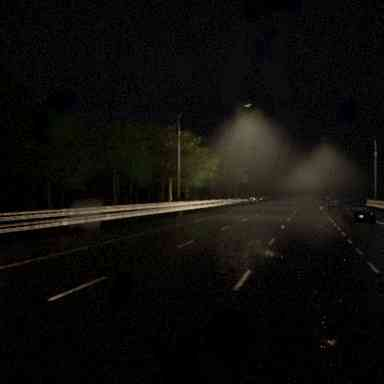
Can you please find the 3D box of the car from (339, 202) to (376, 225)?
[{"bbox_3d":[12.940,1.745,25.973,1.994,1.385,4.181,0,0,19],"label":"car"}]

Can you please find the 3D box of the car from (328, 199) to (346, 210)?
[{"bbox_3d":[20.920,1.862,48.712,2.033,1.411,5.357,0,0,21],"label":"car"}]

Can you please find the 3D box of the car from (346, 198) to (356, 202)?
[{"bbox_3d":[34.858,2.046,73.671,1.994,1.385,4.181,0,0,41],"label":"car"}]
